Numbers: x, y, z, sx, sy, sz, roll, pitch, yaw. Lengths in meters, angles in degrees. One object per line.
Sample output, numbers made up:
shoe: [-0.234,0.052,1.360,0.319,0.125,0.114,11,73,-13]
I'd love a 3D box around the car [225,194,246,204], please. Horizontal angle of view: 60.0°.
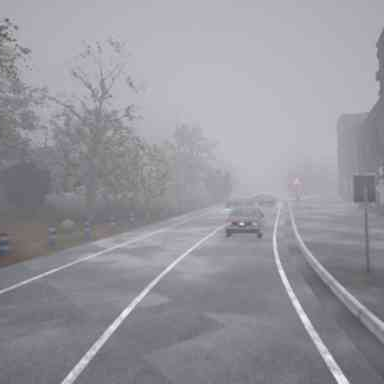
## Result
car: [5.122,0.991,38.878,1.882,1.535,5.008,-1,1,16]

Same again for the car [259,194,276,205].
car: [9.407,0.904,41.562,1.994,1.385,4.181,-1,0,16]

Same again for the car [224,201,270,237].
car: [2.965,1.497,18.039,2.033,1.411,5.357,-1,1,15]
